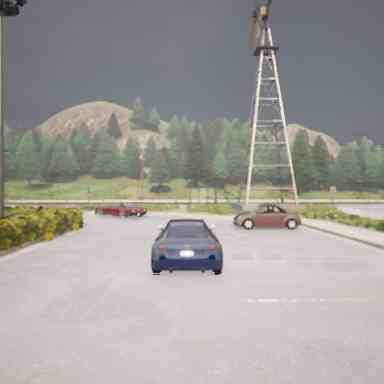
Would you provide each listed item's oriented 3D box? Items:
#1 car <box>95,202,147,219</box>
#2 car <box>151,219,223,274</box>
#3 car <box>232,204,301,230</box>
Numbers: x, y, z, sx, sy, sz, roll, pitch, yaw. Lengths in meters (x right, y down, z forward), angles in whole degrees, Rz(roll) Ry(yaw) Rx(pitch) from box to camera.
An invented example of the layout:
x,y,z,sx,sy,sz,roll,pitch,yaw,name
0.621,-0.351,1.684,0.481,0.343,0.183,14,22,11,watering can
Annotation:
x,y,z,sx,sy,sz,roll,pitch,yaw,name
-6.042,1.498,27.878,4.718,1.301,1.895,0,0,38,car
-0.163,1.524,10.451,1.994,1.385,4.181,0,0,-1,car
4.398,1.443,19.893,3.905,1.438,1.784,0,0,-1,car
